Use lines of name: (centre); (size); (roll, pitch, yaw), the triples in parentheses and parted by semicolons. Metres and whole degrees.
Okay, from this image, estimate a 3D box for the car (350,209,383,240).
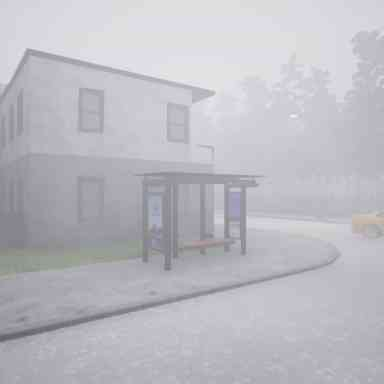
car: (10.061, 1.477, 15.311); (5.008, 1.535, 1.882); (0, 0, 41)
